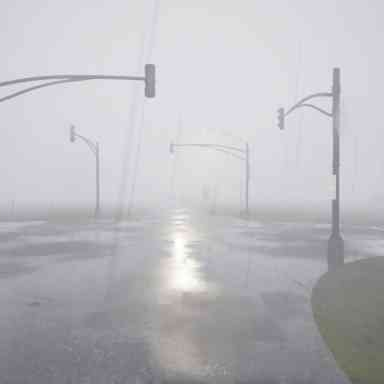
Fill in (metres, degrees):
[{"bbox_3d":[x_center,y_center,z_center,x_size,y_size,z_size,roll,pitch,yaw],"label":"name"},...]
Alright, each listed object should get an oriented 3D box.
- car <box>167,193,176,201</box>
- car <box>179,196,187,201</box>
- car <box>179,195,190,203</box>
[{"bbox_3d":[-4.570,1.013,73.918,2.097,1.767,4.553,0,0,-3],"label":"car"},{"bbox_3d":[-2.183,1.558,79.898,1.895,1.301,4.718,0,0,-4],"label":"car"},{"bbox_3d":[-1.586,1.383,69.824,2.097,1.767,4.553,0,0,-3],"label":"car"}]
